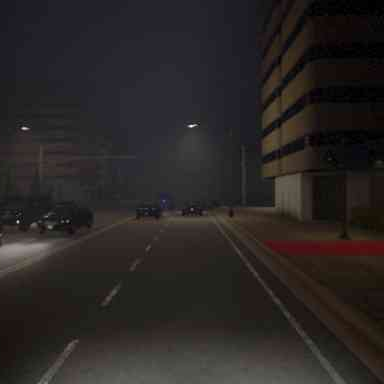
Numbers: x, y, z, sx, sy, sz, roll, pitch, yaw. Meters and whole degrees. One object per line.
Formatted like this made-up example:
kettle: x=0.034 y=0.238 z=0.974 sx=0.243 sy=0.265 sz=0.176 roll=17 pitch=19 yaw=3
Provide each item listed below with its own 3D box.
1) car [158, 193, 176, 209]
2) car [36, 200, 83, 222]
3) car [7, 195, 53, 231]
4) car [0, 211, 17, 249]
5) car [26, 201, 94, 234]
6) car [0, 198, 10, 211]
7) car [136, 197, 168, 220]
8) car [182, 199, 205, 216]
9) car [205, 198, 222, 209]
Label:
car: x=-3.446 y=1.167 z=44.142 sx=2.150 sy=2.045 sz=5.566 roll=0 pitch=0 yaw=1
car: x=-10.555 y=1.493 z=27.003 sx=1.837 sy=1.490 sz=4.892 roll=0 pitch=0 yaw=0
car: x=-10.505 y=1.199 z=20.853 sx=2.150 sy=2.045 sz=5.566 roll=0 pitch=0 yaw=0
car: x=-7.070 y=1.489 z=8.775 sx=2.128 sy=1.511 sz=4.902 roll=0 pitch=0 yaw=0
car: x=-7.063 y=1.484 z=19.031 sx=2.128 sy=1.511 sz=4.902 roll=0 pitch=0 yaw=0
car: x=-10.575 y=1.346 z=14.927 sx=2.097 sy=1.767 sz=4.553 roll=0 pitch=0 yaw=0
car: x=-3.503 y=1.480 z=27.961 sx=2.128 sy=1.511 sz=4.902 roll=0 pitch=0 yaw=0
car: x=0.024 y=1.551 z=32.288 sx=1.994 sy=1.385 sz=4.181 roll=0 pitch=0 yaw=1
car: x=2.356 y=1.509 z=44.128 sx=1.994 sy=1.385 sz=4.181 roll=0 pitch=0 yaw=31
